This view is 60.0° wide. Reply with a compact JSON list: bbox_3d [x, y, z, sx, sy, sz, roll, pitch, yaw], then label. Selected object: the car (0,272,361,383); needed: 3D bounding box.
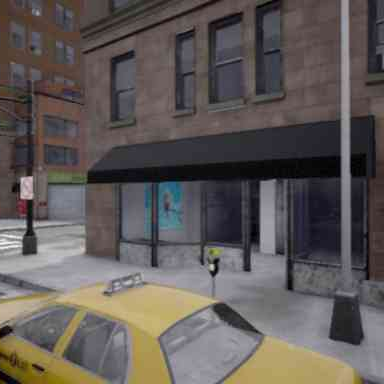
[{"bbox_3d":[-0.878,1.535,3.473,4.829,1.417,1.752,0,0,36],"label":"car"}]
